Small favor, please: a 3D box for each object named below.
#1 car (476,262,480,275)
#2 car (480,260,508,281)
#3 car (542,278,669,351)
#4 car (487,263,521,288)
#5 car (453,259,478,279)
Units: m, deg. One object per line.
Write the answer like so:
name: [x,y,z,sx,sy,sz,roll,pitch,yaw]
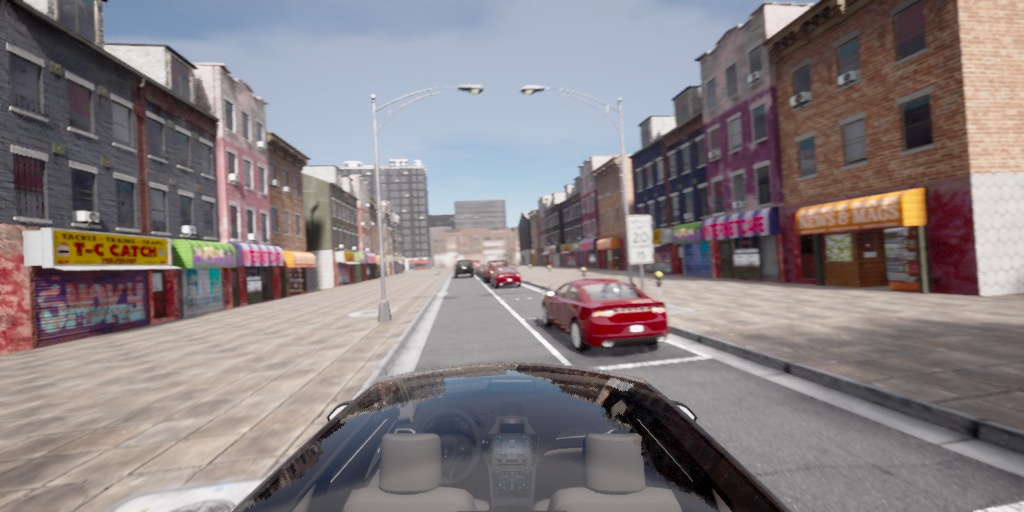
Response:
car: [-2.838,1.653,40.941,1.802,1.307,4.207,0,0,-8]
car: [-1.242,1.242,30.186,2.192,1.841,5.009,0,0,-8]
car: [1.950,1.203,8.674,1.888,1.381,4.507,0,0,-8]
car: [-0.444,1.403,24.808,1.888,1.381,4.507,0,0,-8]
car: [-5.535,1.448,41.477,2.150,2.045,5.566,-3,0,-8]
